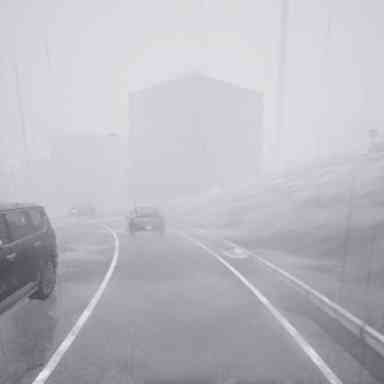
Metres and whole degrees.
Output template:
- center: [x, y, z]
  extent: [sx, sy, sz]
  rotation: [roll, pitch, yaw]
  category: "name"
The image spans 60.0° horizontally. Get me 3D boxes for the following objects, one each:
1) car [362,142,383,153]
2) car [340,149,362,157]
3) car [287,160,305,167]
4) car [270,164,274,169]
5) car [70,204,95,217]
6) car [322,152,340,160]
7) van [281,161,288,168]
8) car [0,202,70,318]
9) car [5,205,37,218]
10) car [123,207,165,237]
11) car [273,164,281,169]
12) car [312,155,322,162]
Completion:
- center: [21.529, -4.805, 37.114]
  extent: [2.185, 1.767, 4.553]
  rotation: [0, 1, -1]
  category: "car"
- center: [21.415, -4.767, 42.608]
  extent: [2.002, 1.452, 4.674]
  rotation: [0, 1, -1]
  category: "car"
- center: [20.952, -5.299, 64.810]
  extent: [2.231, 1.521, 4.892]
  rotation: [0, 1, -1]
  category: "car"
- center: [20.608, -5.868, 81.327]
  extent: [2.435, 2.045, 5.566]
  rotation: [0, 1, -1]
  category: "car"
- center: [-12.788, 2.090, 38.477]
  extent: [2.128, 1.511, 4.902]
  rotation: [-1, -1, -37]
  category: "car"
- center: [21.297, -5.065, 48.278]
  extent: [2.185, 1.767, 4.553]
  rotation: [0, 1, -1]
  category: "car"
- center: [20.840, -5.635, 70.201]
  extent: [1.878, 1.987, 4.442]
  rotation: [0, 1, -1]
  category: "van"
- center: [-3.962, 1.231, 5.413]
  extent: [2.150, 2.045, 5.566]
  rotation: [0, 0, -4]
  category: "car"
- center: [-22.622, 2.603, 43.852]
  extent: [4.902, 1.511, 2.128]
  rotation: [-4, -1, 43]
  category: "car"
- center: [-2.789, 1.589, 18.982]
  extent: [2.128, 1.511, 4.902]
  rotation: [-1, -1, -16]
  category: "car"
- center: [20.723, -5.477, 75.847]
  extent: [2.002, 1.452, 4.674]
  rotation: [0, 1, -1]
  category: "car"
- center: [21.182, -5.189, 53.796]
  extent: [2.185, 1.767, 4.553]
  rotation: [0, 1, -1]
  category: "car"
